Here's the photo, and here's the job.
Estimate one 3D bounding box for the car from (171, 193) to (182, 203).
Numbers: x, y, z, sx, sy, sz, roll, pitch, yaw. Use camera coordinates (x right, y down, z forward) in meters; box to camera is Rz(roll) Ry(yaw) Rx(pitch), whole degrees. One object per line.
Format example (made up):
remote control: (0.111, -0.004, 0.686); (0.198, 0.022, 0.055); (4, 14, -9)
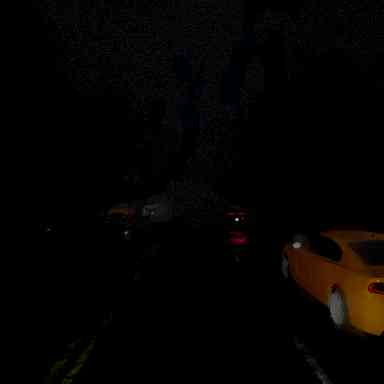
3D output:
car: (-3.359, 1.309, 73.540); (2.150, 2.045, 5.566); (0, 1, 0)

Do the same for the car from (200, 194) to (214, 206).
car: (3.155, 1.750, 64.152); (2.033, 1.649, 4.856); (0, 1, 0)

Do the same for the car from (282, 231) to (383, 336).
car: (3.340, 1.542, 6.956); (1.882, 1.535, 5.008); (0, -1, 0)

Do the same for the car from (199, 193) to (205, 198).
car: (3.138, 1.664, 75.148); (1.994, 1.385, 4.181); (0, 1, 0)

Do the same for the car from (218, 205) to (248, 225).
car: (3.310, 1.812, 26.863); (1.837, 1.490, 4.892); (0, -1, 0)

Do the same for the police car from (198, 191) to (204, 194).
police car: (3.122, 1.281, 86.251); (1.930, 1.638, 5.238); (0, 1, 0)

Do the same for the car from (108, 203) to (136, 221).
car: (-6.643, 1.849, 31.853); (1.882, 1.535, 5.008); (0, -1, 0)

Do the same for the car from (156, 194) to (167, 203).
car: (-6.607, 1.413, 72.138); (2.097, 1.767, 4.553); (0, 1, 0)

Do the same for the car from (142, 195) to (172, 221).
car: (-3.395, 1.595, 31.940); (2.150, 2.045, 5.566); (0, -1, 0)
